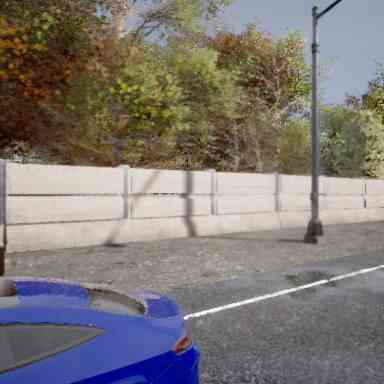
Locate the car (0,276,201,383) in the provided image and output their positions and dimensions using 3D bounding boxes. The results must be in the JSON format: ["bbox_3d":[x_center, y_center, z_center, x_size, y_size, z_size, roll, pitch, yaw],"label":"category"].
[{"bbox_3d":[-2.096,1.519,2.560,4.674,1.442,1.812,0,0,-34],"label":"car"}]
